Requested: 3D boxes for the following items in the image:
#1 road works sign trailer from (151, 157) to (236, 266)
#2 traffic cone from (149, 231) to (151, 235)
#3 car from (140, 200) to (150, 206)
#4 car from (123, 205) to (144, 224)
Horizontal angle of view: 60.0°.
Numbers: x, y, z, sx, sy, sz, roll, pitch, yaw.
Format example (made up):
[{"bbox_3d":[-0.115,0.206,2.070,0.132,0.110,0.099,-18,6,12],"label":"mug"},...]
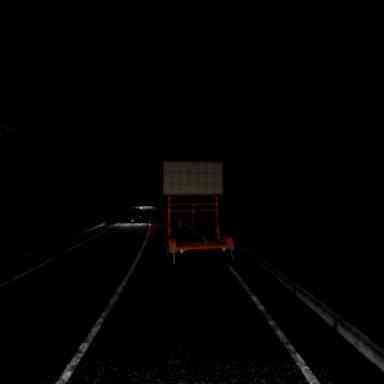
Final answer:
[{"bbox_3d":[0.011,0.566,12.207,2.380,3.560,2.880,0,-1,-16],"label":"road works sign trailer"},{"bbox_3d":[-2.362,2.231,19.633,0.340,0.580,0.340,0,-2,-5],"label":"traffic cone"},{"bbox_3d":[-10.385,2.369,73.568,1.994,1.385,4.181,0,1,-7],"label":"car"},{"bbox_3d":[-5.718,2.308,32.854,2.033,1.411,5.357,0,-2,-7],"label":"car"}]
